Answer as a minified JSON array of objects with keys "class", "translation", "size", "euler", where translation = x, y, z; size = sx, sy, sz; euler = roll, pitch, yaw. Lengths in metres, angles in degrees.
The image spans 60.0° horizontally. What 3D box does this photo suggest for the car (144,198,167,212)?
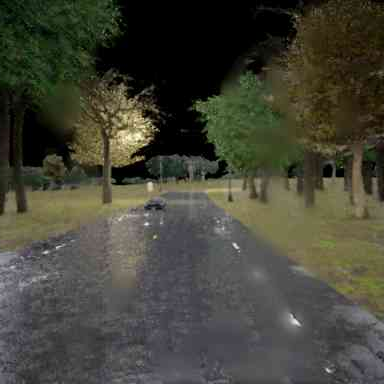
[{"class":"car","translation":[-3.580,1.239,33.236],"size":[1.895,1.301,4.718],"euler":[0,1,0]}]
